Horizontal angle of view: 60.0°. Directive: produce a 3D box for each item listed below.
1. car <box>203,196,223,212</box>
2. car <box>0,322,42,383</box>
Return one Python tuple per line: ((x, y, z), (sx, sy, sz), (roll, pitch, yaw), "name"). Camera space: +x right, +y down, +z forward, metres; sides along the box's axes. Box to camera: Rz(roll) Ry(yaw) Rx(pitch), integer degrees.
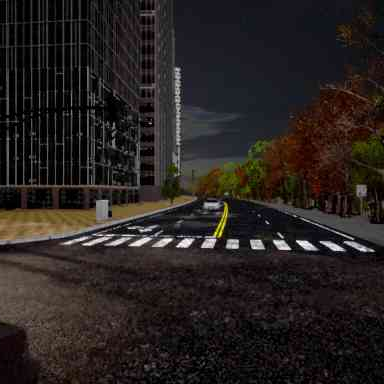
((2.368, 1.544, 39.313), (1.812, 1.442, 4.674), (0, 0, 6), "car")
((-2.681, 1.561, 0.885), (2.033, 1.411, 5.357), (0, 0, 9), "car")
